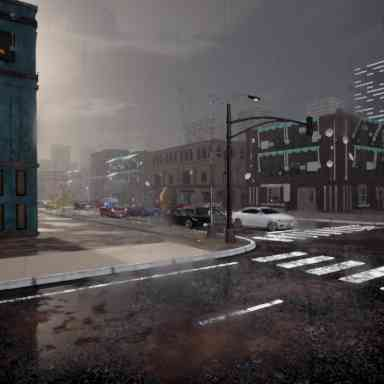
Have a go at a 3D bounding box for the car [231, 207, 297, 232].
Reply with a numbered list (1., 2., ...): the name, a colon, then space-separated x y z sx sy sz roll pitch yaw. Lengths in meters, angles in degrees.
1. car: 4.573 1.693 21.732 1.812 1.442 4.674 -1 0 -37

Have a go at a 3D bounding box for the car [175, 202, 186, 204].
1. car: -1.476 1.904 40.037 1.802 1.307 4.206 -2 0 -35

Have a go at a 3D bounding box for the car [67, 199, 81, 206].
1. car: -27.110 2.364 76.144 1.947 1.339 4.313 -1 0 -35

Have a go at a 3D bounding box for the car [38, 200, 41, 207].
1. car: -30.738 2.376 66.778 2.008 1.369 4.403 -1 0 -35

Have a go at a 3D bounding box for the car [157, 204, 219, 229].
1. car: -0.374 1.814 23.799 1.947 1.339 4.313 -1 0 -35

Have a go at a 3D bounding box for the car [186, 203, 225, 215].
1. car: 1.728 1.810 35.524 2.008 1.369 4.403 -2 0 -35

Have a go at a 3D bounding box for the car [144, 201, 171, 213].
1. car: -4.679 1.966 44.550 1.802 1.307 4.206 -2 0 -35

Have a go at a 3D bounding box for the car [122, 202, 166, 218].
1. car: -5.083 1.906 35.133 2.033 1.411 5.357 -1 0 -35

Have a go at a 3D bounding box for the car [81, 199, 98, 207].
1. car: -20.702 2.227 67.117 1.887 1.381 4.507 -1 0 -35

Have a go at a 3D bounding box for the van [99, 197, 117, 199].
1. van: -14.298 1.907 58.090 1.690 1.788 3.998 -1 0 -35

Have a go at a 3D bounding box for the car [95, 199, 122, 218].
1. car: -8.311 1.846 35.184 1.967 1.590 4.097 -1 0 -35

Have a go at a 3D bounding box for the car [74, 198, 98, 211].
1. car: -17.028 2.080 52.110 2.128 1.511 4.902 -1 0 -35

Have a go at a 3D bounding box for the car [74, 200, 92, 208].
1. car: -20.440 2.191 62.288 1.812 1.442 4.674 -1 0 -35

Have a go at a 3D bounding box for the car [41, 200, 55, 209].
1. car: -24.231 2.232 57.612 1.752 1.417 4.829 -1 0 -35
